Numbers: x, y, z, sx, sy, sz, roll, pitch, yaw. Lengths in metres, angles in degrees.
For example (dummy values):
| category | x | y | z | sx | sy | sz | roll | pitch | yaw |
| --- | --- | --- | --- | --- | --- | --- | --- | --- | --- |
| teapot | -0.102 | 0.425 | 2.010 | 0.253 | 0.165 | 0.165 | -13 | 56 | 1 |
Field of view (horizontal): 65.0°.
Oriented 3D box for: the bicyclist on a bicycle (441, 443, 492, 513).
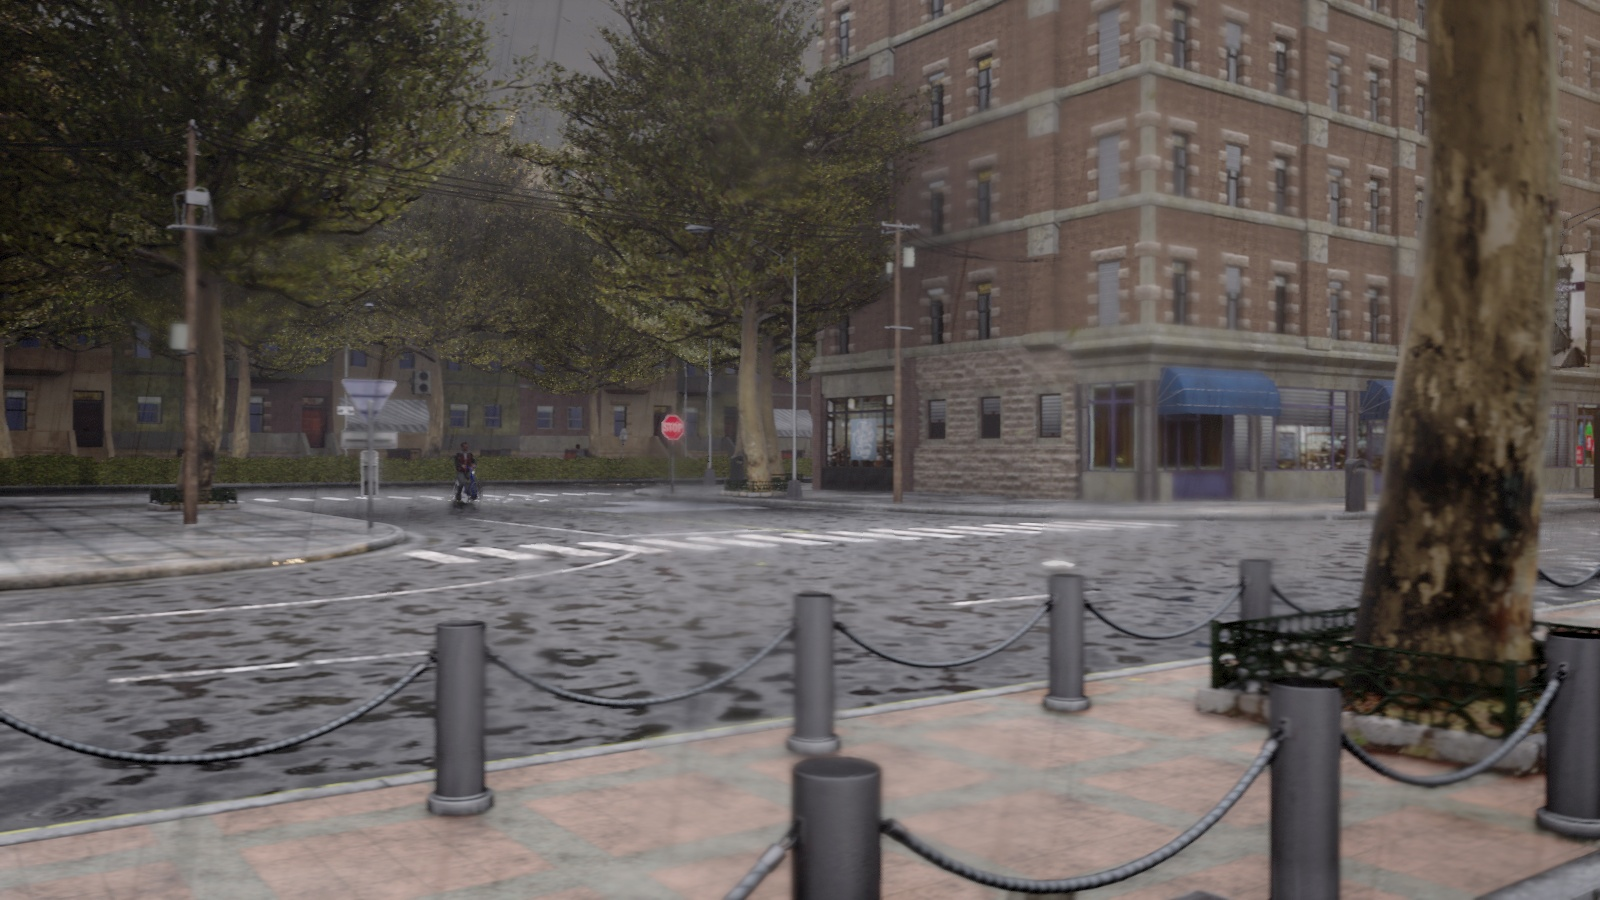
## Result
| category | x | y | z | sx | sy | sz | roll | pitch | yaw |
| --- | --- | --- | --- | --- | --- | --- | --- | --- | --- |
| bicyclist on a bicycle | -8.687 | 0.710 | 32.674 | 0.659 | 1.776 | 1.843 | 0 | 0 | -36 |
